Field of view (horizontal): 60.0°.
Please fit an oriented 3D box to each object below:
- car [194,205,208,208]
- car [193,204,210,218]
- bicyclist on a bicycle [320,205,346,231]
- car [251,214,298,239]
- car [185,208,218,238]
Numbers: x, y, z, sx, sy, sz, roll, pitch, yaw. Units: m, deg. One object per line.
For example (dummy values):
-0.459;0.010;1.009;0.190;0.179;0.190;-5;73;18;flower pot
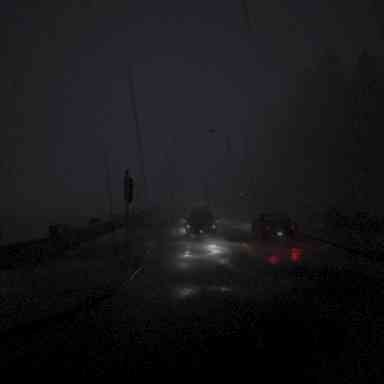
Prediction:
0.825;2.123;30.566;2.128;1.511;4.902;-1;-1;2;car
1.144;2.317;40.814;1.882;1.535;5.008;-1;-1;2;car
8.946;1.659;21.084;1.656;1.620;0.582;-1;-1;2;bicyclist on a bicycle
4.709;1.947;19.706;1.895;1.301;4.718;-1;-1;2;car
0.552;1.953;20.549;1.812;1.442;4.674;-1;-1;1;car
